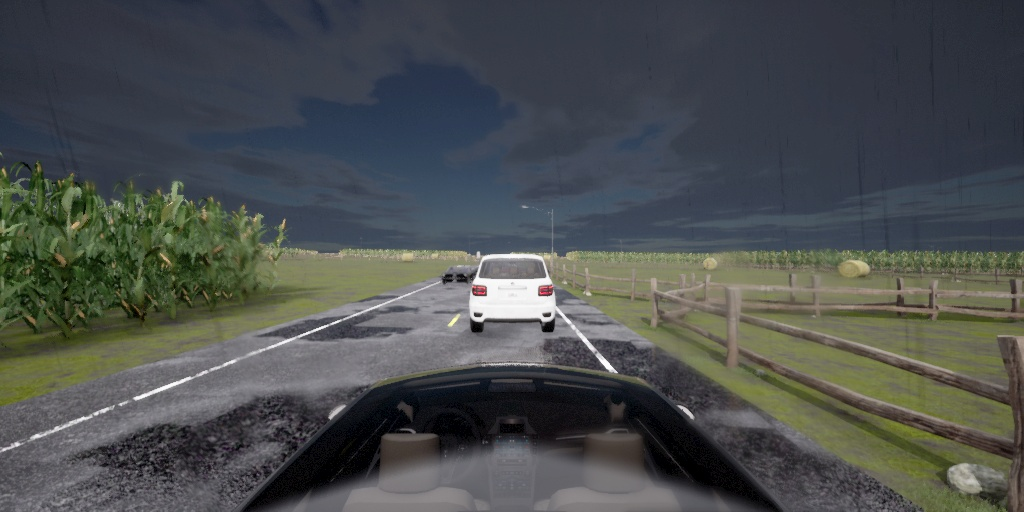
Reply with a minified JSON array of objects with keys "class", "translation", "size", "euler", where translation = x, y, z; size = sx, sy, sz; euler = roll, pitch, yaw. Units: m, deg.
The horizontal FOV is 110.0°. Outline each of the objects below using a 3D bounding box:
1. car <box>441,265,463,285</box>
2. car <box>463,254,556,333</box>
[{"class":"car","translation":[-3.811,1.341,25.779],"size":[1.895,1.301,4.718],"euler":[0,0,-1]},{"class":"car","translation":[0.016,0.971,10.909],"size":[2.150,2.045,5.566],"euler":[0,0,0]}]
